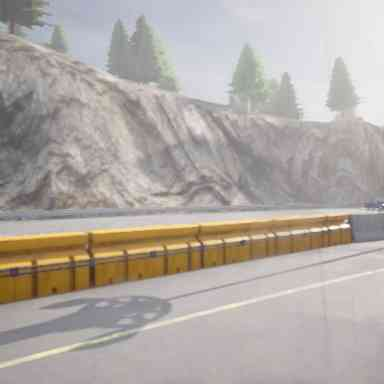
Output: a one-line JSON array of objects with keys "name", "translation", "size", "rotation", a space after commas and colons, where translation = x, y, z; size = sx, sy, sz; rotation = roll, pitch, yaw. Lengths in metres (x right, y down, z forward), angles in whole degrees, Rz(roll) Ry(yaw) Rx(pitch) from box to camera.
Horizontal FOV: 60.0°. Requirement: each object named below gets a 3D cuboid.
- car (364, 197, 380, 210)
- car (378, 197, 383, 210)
[{"name": "car", "translation": [22.563, 1.317, 39.101], "size": [5.008, 1.535, 1.882], "rotation": [0, 0, -21]}, {"name": "car", "translation": [22.610, 1.452, 35.406], "size": [4.718, 1.301, 1.895], "rotation": [0, 0, -21]}]
